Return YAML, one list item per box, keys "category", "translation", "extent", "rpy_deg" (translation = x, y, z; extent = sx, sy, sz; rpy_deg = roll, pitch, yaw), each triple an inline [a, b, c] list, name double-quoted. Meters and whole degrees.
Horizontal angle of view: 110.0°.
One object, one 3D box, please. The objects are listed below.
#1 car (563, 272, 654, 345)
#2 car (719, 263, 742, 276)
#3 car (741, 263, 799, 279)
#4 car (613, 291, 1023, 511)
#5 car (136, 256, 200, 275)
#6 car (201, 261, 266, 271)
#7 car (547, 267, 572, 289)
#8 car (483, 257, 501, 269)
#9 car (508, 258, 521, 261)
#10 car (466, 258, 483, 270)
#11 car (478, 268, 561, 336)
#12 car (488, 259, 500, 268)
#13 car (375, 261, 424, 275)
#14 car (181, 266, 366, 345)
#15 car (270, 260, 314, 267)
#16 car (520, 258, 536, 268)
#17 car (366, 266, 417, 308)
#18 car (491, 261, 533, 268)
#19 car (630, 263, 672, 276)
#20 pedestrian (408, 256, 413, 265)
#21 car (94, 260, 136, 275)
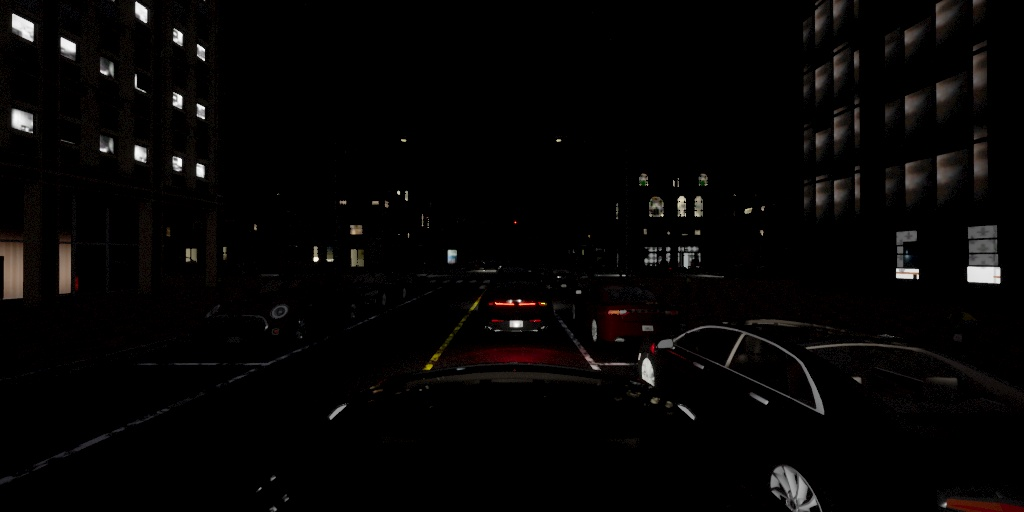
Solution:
- category: "car"
  translation: [2.685, 1.296, 9.326]
  extent: [1.888, 1.381, 4.507]
  rpy_deg: [0, 0, 0]
- category: "car"
  translation: [24.597, 1.413, 38.157]
  extent: [4.674, 1.442, 1.812]
  rpy_deg: [0, 0, 1]
- category: "car"
  translation: [23.618, 1.433, 32.339]
  extent: [4.207, 1.307, 1.802]
  rpy_deg: [0, 0, 1]
- category: "car"
  translation: [2.689, 1.301, 3.634]
  extent: [2.007, 1.370, 4.403]
  rpy_deg: [0, 0, 0]
- category: "car"
  translation: [-30.976, 0.917, 33.171]
  extent: [5.009, 1.841, 2.192]
  rpy_deg: [0, 0, 1]
- category: "car"
  translation: [-25.440, 1.177, 33.091]
  extent: [4.403, 1.370, 2.007]
  rpy_deg: [0, 0, 1]
- category: "car"
  translation: [2.676, 1.302, 20.710]
  extent: [2.007, 1.370, 4.403]
  rpy_deg: [0, 0, 0]
- category: "car"
  translation: [-3.124, 1.234, 53.781]
  extent: [1.882, 1.535, 5.008]
  rpy_deg: [0, 0, 1]
- category: "car"
  translation: [0.055, 1.249, 60.315]
  extent: [2.128, 1.511, 4.902]
  rpy_deg: [0, 0, 0]
- category: "car"
  translation: [-5.730, 1.338, 53.106]
  extent: [1.802, 1.307, 4.207]
  rpy_deg: [0, 0, 0]
- category: "car"
  translation: [0.094, 1.256, 10.342]
  extent: [1.837, 1.490, 4.892]
  rpy_deg: [0, 0, 0]
- category: "car"
  translation: [-3.114, 1.263, 63.191]
  extent: [1.837, 1.490, 4.892]
  rpy_deg: [0, 0, 0]
- category: "car"
  translation: [-11.294, 1.214, 35.888]
  extent: [4.892, 1.490, 1.837]
  rpy_deg: [0, 0, -5]
- category: "car"
  translation: [-5.696, 1.190, 9.336]
  extent: [1.967, 1.591, 4.097]
  rpy_deg: [0, 0, 0]
- category: "car"
  translation: [-25.485, 1.197, 41.473]
  extent: [4.829, 1.417, 1.751]
  rpy_deg: [0, 0, 1]
- category: "car"
  translation: [2.650, 1.322, 53.100]
  extent: [1.948, 1.339, 4.313]
  rpy_deg: [0, 0, 0]
- category: "car"
  translation: [-5.700, 1.302, 15.028]
  extent: [2.007, 1.370, 4.403]
  rpy_deg: [0, 0, 0]
- category: "car"
  translation: [0.081, 1.230, 20.531]
  extent: [1.882, 1.535, 5.008]
  rpy_deg: [0, 0, 2]
- category: "car"
  translation: [14.782, 1.403, 38.296]
  extent: [4.181, 1.385, 1.994]
  rpy_deg: [0, 0, 1]
- category: "pedestrian"
  translation: [-12.585, 0.885, 44.235]
  extent: [0.375, 1.860, 0.375]
  rpy_deg: [0, -1, 1]
- category: "car"
  translation: [-36.513, 1.130, 33.252]
  extent: [4.403, 1.370, 2.007]
  rpy_deg: [0, 0, 1]
